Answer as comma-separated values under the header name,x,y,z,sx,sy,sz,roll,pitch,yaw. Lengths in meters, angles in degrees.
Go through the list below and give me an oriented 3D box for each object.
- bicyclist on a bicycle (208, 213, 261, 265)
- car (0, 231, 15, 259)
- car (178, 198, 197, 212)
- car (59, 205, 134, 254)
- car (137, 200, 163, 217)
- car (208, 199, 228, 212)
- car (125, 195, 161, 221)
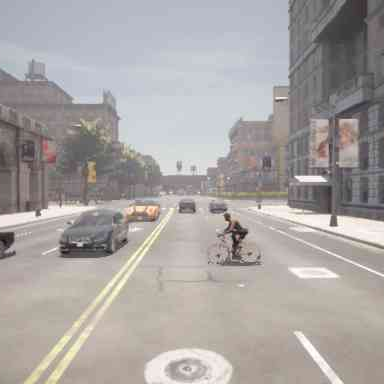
name,x,y,z,sx,sy,sz,roll,pitch,yaw
bicyclist on a bicycle,1.275,1.455,10.236,1.656,1.620,0.582,-2,0,-1
car,-7.216,1.601,9.644,1.895,1.301,4.718,0,0,-1
car,-0.547,1.504,38.479,1.837,1.490,4.892,0,0,-1
car,-3.776,1.504,13.528,1.837,1.490,4.892,0,0,-1
car,-4.072,1.547,33.076,2.033,1.411,5.357,0,0,-1
car,2.945,1.547,38.117,2.033,1.411,5.357,0,0,-1
car,-3.869,1.351,26.637,2.097,1.767,4.553,0,0,-1
